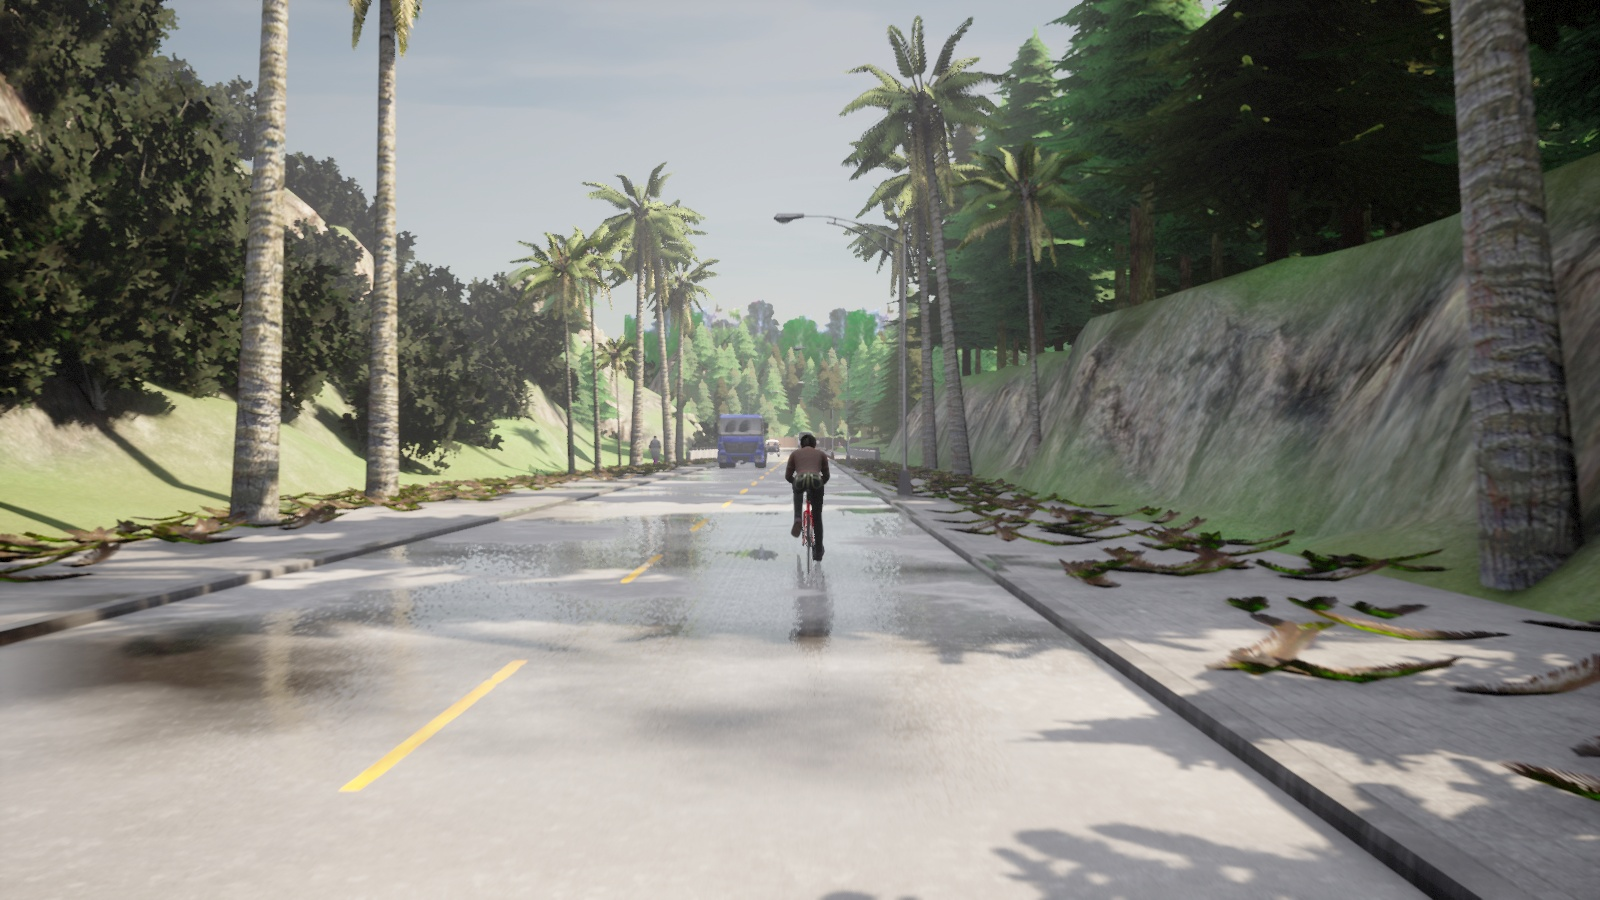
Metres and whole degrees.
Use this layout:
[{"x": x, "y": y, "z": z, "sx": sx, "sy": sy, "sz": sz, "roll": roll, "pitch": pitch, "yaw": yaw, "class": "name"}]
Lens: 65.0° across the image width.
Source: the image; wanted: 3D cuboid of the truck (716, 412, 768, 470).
[{"x": -3.594, "y": -0.571, "z": 79.780, "sx": 2.891, "sy": 3.462, "sz": 7.936, "roll": 0, "pitch": 0, "yaw": 0, "class": "truck"}]

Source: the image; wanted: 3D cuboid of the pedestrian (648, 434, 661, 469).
[{"x": -8.208, "y": 0.063, "z": 71.018, "sx": 0.659, "sy": 1.952, "sz": 0.873, "roll": 0, "pitch": 0, "yaw": -1, "class": "pedestrian"}]

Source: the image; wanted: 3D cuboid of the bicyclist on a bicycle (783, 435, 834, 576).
[{"x": 0.100, "y": 0.636, "z": 15.258, "sx": 0.582, "sy": 1.620, "sz": 1.656, "roll": 0, "pitch": 0, "yaw": 0, "class": "bicyclist on a bicycle"}]
